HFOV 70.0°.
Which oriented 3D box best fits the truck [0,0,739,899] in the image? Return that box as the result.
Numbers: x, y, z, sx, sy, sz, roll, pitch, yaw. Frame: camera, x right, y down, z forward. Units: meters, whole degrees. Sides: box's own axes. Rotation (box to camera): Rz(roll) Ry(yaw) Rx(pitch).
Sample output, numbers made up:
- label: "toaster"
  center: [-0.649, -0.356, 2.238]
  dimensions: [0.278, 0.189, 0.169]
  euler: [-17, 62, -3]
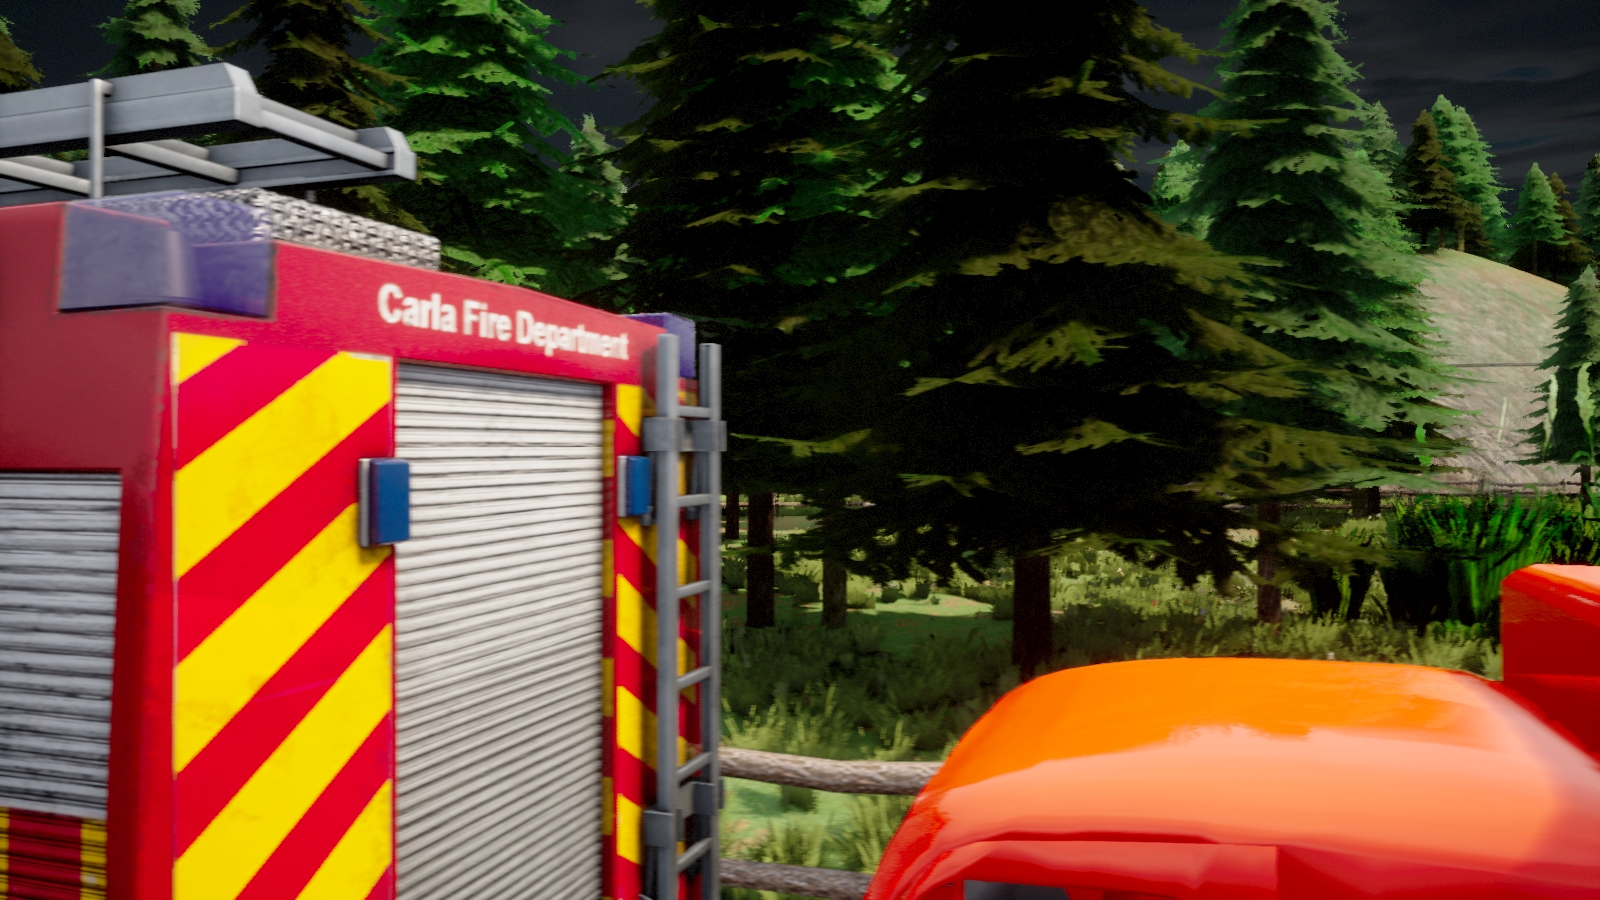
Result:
- label: "truck"
  center: [-4.741, 0.854, 5.001]
  dimensions: [8.468, 3.827, 2.891]
  euler: [0, 0, 19]

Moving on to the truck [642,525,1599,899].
- label: "truck"
  center: [2.611, 1.533, 2.389]
  dimensions: [5.204, 2.467, 2.627]
  euler: [0, 0, 20]
